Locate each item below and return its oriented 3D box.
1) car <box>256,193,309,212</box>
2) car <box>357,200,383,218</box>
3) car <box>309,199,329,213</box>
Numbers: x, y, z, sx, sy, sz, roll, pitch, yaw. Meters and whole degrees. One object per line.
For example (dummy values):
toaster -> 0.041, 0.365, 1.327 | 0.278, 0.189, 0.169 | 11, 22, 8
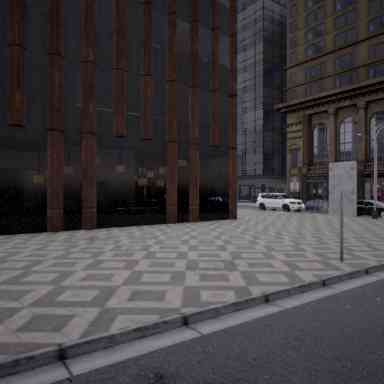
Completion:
car -> 9.622, 1.143, 36.776 | 2.150, 2.045, 5.566 | 0, 0, -36
car -> 15.395, 1.454, 28.656 | 1.837, 1.490, 4.892 | 0, 0, -37
car -> 13.715, 1.498, 36.554 | 1.994, 1.385, 4.181 | 0, 0, -35
